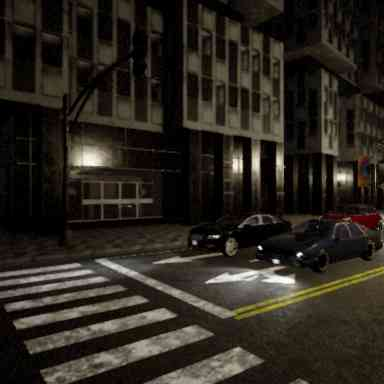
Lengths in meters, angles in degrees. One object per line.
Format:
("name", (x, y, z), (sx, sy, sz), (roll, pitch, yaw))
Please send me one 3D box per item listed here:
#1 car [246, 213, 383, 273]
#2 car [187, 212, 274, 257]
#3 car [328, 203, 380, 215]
("car", (4.515, 1.636, 11.240), (5.357, 1.411, 2.033), (1, 0, -38))
("car", (2.074, 1.581, 13.459), (4.902, 1.511, 2.128), (1, 0, -36))
("car", (9.108, 1.514, 19.192), (4.553, 1.767, 2.097), (1, 0, -40))
